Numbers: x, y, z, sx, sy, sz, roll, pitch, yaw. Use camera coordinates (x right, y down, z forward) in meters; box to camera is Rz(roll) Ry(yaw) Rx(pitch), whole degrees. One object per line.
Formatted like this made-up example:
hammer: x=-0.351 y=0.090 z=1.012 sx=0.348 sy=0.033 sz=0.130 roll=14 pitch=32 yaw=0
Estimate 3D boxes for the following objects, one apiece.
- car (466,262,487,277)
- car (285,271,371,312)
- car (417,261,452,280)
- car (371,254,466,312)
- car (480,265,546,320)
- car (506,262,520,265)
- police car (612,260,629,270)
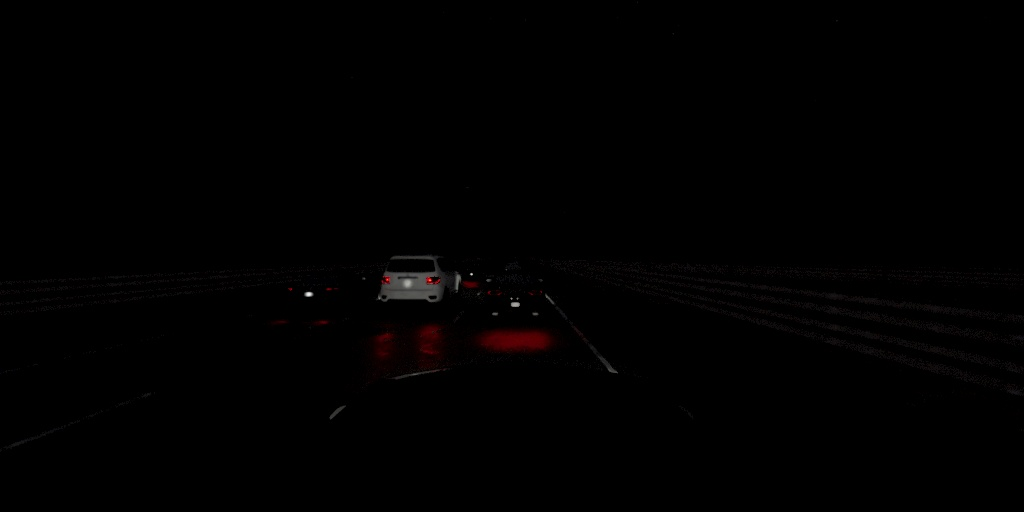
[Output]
car: x=-3.407 y=1.286 z=32.677 sx=1.837 sy=1.490 sz=4.892 roll=0 pitch=0 yaw=0
car: x=-6.901 y=1.301 z=14.195 sx=1.994 sy=1.385 sz=4.181 roll=0 pitch=-1 yaw=0
car: x=-6.909 y=1.274 z=32.442 sx=2.128 sy=1.511 sz=4.902 roll=0 pitch=0 yaw=0
car: x=-3.412 y=0.972 z=14.401 sx=2.150 sy=2.045 sz=5.566 roll=0 pitch=0 yaw=0
car: x=0.097 y=1.233 z=12.679 sx=1.882 sy=1.535 sz=5.008 roll=0 pitch=0 yaw=0
car: x=0.092 y=1.309 z=33.606 sx=1.812 sy=1.442 sz=4.674 roll=0 pitch=0 yaw=0
police car: x=16.208 y=1.443 z=55.432 sx=2.038 sy=1.542 sz=4.974 roll=0 pitch=0 yaw=-16
